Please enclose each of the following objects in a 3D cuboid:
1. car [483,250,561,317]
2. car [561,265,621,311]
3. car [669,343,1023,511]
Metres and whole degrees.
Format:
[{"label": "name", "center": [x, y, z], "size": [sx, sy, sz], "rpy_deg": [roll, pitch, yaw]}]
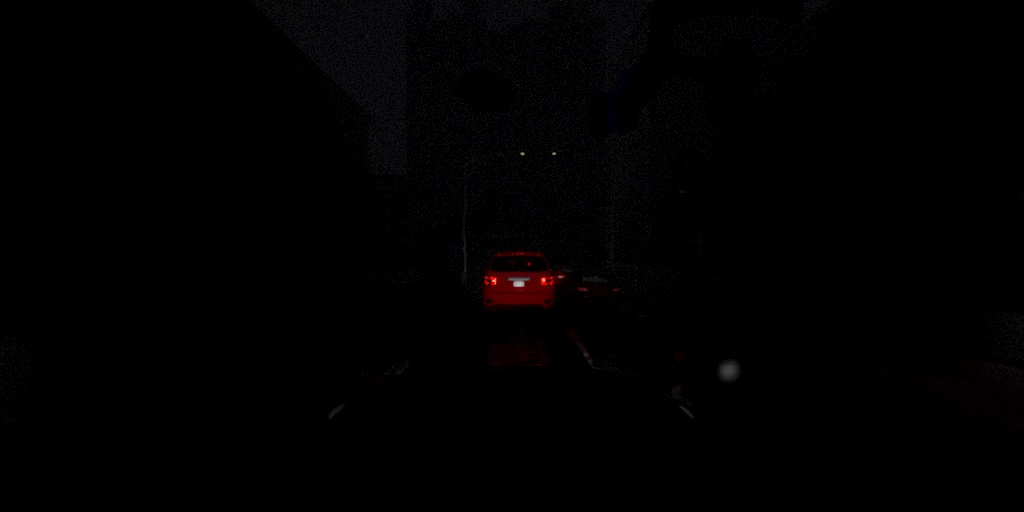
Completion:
[{"label": "car", "center": [0.250, 0.816, 12.508], "size": [2.150, 2.045, 5.566], "rpy_deg": [0, 1, 1]}, {"label": "car", "center": [2.808, 1.164, 13.316], "size": [1.802, 1.307, 4.207], "rpy_deg": [0, 0, 1]}, {"label": "car", "center": [2.647, 1.284, 2.442], "size": [1.888, 1.381, 4.507], "rpy_deg": [0, 0, 1]}]
